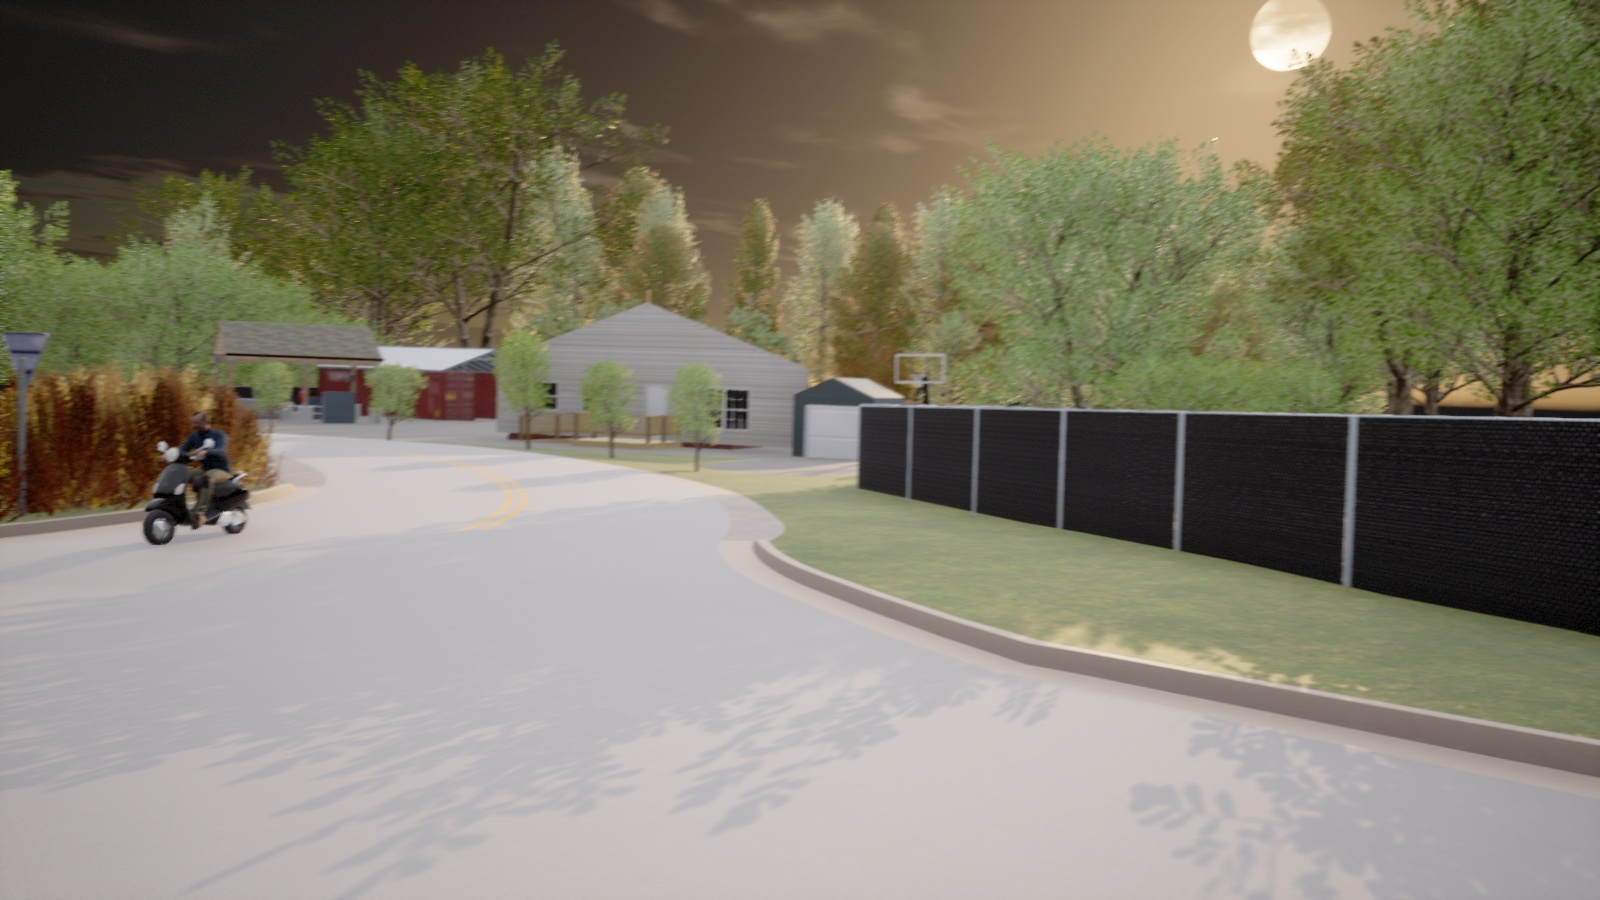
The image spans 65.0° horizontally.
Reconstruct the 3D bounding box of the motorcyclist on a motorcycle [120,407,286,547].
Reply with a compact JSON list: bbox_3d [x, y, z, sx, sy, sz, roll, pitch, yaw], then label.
[{"bbox_3d":[-7.272,0.278,15.406,0.866,1.590,1.817,1,2,14],"label":"motorcyclist on a motorcycle"}]
